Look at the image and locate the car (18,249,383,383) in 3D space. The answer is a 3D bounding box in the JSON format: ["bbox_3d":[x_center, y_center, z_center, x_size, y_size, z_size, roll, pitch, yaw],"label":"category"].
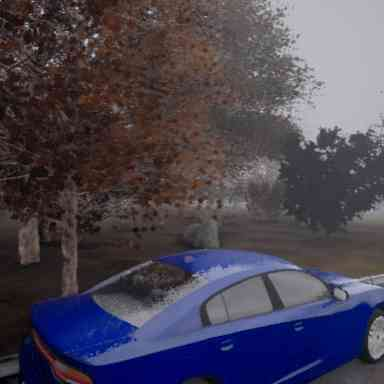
[{"bbox_3d":[0.631,1.495,4.217,5.008,1.535,2.097,1,0,-35],"label":"car"}]
